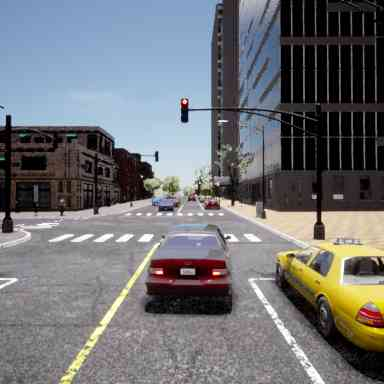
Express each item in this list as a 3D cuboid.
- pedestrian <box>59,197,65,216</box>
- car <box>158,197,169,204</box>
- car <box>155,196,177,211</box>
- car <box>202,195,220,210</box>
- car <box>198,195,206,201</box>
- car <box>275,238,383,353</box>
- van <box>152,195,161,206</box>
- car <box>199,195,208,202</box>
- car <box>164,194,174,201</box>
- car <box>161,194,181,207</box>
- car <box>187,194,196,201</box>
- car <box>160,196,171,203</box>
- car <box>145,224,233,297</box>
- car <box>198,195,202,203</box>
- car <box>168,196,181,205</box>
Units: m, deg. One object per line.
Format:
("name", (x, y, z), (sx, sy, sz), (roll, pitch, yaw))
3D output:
("pedestrian", (-12.569, 1.369, 32.087), (0.375, 1.860, 0.375), (0, 0, 1))
("car", (-5.729, 1.607, 66.249), (1.802, 1.307, 4.206), (1, 0, 0))
("car", (-3.154, 1.562, 41.084), (2.033, 1.411, 5.357), (0, 0, -3))
("car", (2.670, 1.456, 44.103), (1.967, 1.590, 4.097), (1, 0, 0))
("car", (2.635, 1.580, 88.382), (1.887, 1.381, 4.507), (1, 0, 0))
("car", (2.834, 1.527, 6.326), (1.752, 1.417, 4.829), (1, 0, 0))
("van", (-5.717, 1.362, 55.181), (1.690, 1.788, 3.998), (1, 0, 0))
("car", (2.644, 1.556, 77.483), (1.752, 1.417, 4.829), (1, 0, 0))
("car", (-5.737, 1.348, 82.852), (2.192, 1.841, 5.009), (1, 0, 0))
("car", (-3.133, 1.371, 50.983), (2.097, 1.767, 4.553), (0, 0, 0))
("car", (-0.061, 1.387, 81.614), (2.097, 1.767, 4.553), (0, 0, 0))
("car", (-5.733, 1.594, 71.784), (1.947, 1.339, 4.313), (1, 0, 0))
("car", (0.068, 1.550, 8.775), (2.033, 1.411, 5.357), (0, 0, 3))
("car", (2.648, 1.553, 71.948), (1.752, 1.417, 4.829), (1, 0, 0))
("car", (-3.112, 1.515, 61.360), (2.128, 1.511, 4.902), (0, 0, 0))
